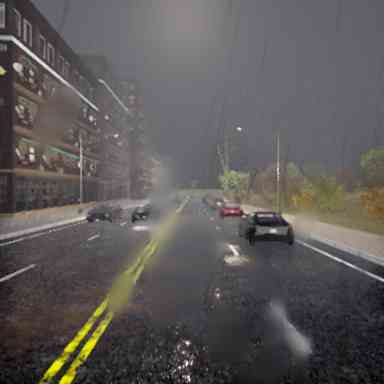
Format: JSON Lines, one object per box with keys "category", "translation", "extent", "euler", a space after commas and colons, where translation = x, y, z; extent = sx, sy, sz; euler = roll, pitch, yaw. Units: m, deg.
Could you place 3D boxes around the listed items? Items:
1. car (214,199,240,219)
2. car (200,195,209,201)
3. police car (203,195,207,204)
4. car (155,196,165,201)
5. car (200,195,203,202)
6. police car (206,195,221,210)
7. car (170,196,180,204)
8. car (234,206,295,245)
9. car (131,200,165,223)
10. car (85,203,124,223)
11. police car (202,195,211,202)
{"category": "car", "translation": [3.350, 1.580, 29.552], "extent": [1.994, 1.385, 4.181], "euler": [0, 0, 0]}
{"category": "car", "translation": [3.256, 1.542, 86.576], "extent": [2.128, 1.511, 4.902], "euler": [0, 0, 0]}
{"category": "police car", "translation": [3.255, 1.536, 53.575], "extent": [2.038, 1.542, 4.974], "euler": [0, 0, 0]}
{"category": "car", "translation": [-6.499, 1.544, 67.568], "extent": [1.812, 1.442, 4.674], "euler": [0, 0, 0]}
{"category": "car", "translation": [3.255, 1.541, 64.605], "extent": [2.163, 1.488, 4.792], "euler": [0, 0, 0]}
{"category": "police car", "translation": [3.253, 1.530, 42.575], "extent": [2.038, 1.542, 4.974], "euler": [0, 0, 0]}
{"category": "car", "translation": [-3.254, 1.591, 65.736], "extent": [2.033, 1.411, 5.357], "euler": [0, 0, 0]}
{"category": "car", "translation": [3.348, 1.571, 15.633], "extent": [1.994, 1.385, 4.181], "euler": [0, 0, 0]}
{"category": "car", "translation": [-3.343, 1.578, 25.247], "extent": [1.994, 1.385, 4.181], "euler": [0, 0, 0]}
{"category": "car", "translation": [-6.595, 1.562, 25.822], "extent": [2.033, 1.411, 5.357], "euler": [0, 0, 0]}
{"category": "police car", "translation": [3.256, 1.469, 75.686], "extent": [1.930, 1.638, 5.238], "euler": [0, 0, 0]}
